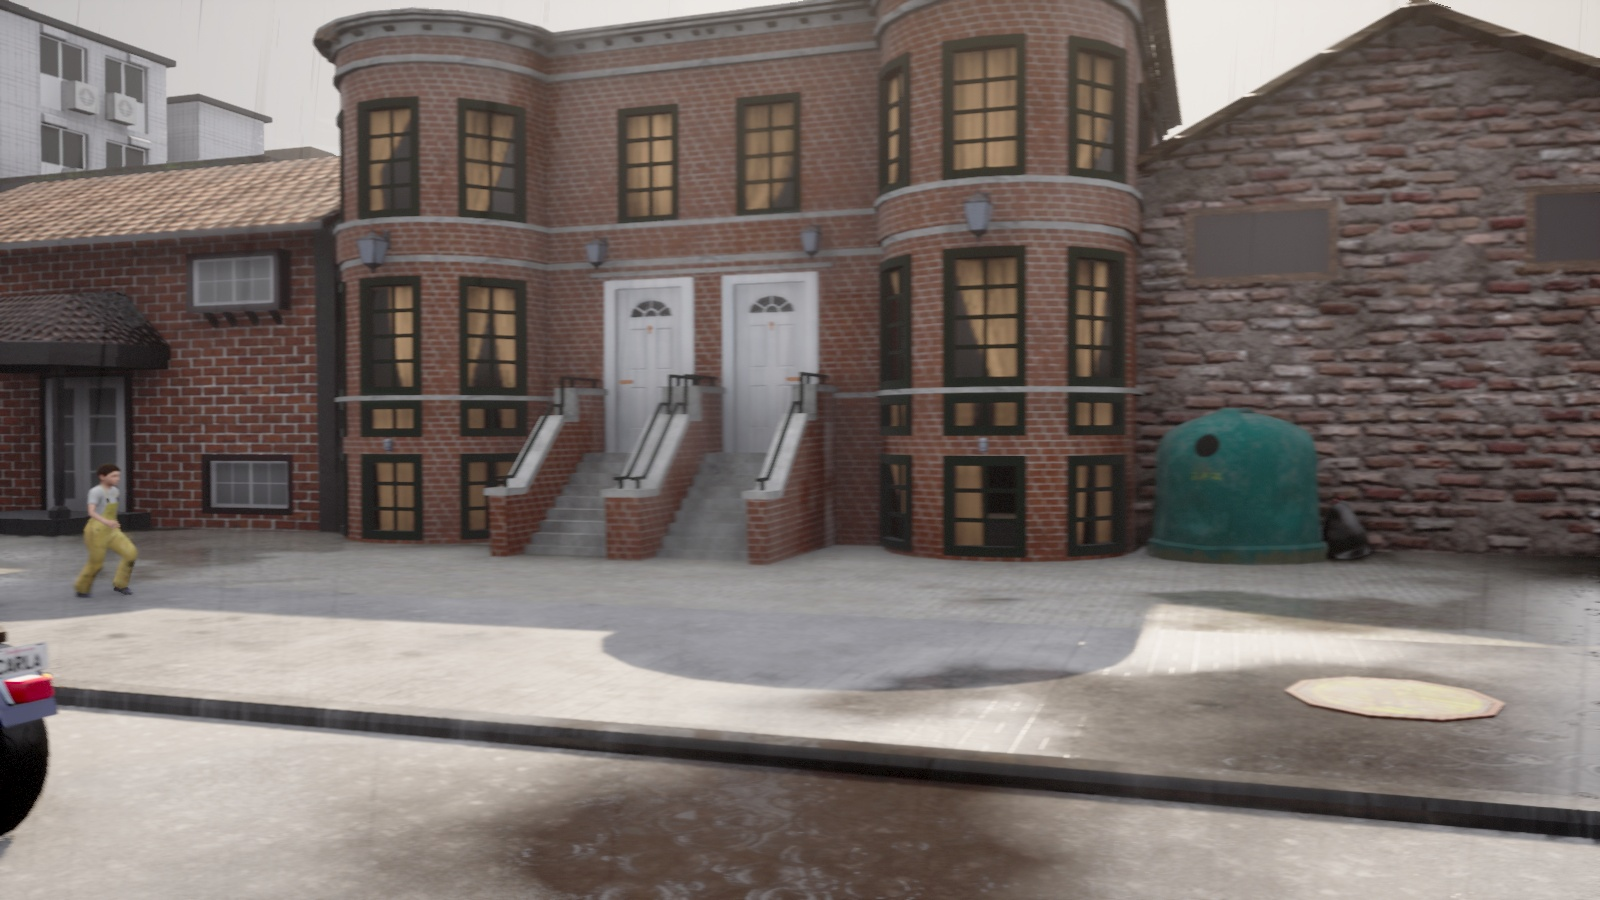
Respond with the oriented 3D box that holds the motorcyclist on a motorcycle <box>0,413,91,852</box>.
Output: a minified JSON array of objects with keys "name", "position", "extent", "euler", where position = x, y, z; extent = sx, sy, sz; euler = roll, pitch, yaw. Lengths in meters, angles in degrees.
[{"name":"motorcyclist on a motorcycle","position":[-4.117,0.680,5.106],"extent":[2.350,1.649,0.766],"euler":[0,1,19]}]

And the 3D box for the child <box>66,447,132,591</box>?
[{"name":"child","position":[-6.267,0.609,11.230],"extent":[0.437,1.263,0.270],"euler":[0,1,10]}]
